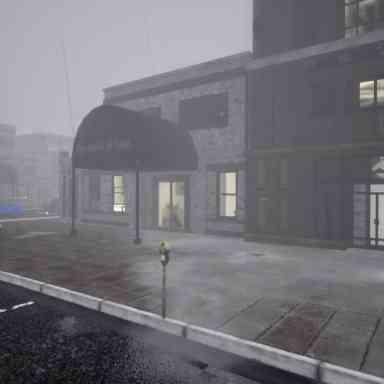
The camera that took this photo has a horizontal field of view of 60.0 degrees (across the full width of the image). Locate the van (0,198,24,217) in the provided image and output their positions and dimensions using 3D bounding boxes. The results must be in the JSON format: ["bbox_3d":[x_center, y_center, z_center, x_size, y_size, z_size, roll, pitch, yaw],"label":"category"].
[{"bbox_3d":[-17.327,1.415,29.849,1.690,1.788,3.998,0,0,35],"label":"van"}]

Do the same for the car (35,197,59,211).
[{"bbox_3d":[-16.438,1.413,41.223,2.097,1.767,4.553,0,0,35],"label":"car"}]
